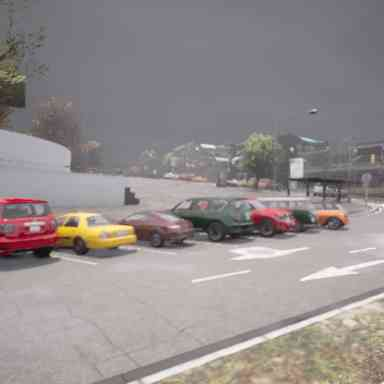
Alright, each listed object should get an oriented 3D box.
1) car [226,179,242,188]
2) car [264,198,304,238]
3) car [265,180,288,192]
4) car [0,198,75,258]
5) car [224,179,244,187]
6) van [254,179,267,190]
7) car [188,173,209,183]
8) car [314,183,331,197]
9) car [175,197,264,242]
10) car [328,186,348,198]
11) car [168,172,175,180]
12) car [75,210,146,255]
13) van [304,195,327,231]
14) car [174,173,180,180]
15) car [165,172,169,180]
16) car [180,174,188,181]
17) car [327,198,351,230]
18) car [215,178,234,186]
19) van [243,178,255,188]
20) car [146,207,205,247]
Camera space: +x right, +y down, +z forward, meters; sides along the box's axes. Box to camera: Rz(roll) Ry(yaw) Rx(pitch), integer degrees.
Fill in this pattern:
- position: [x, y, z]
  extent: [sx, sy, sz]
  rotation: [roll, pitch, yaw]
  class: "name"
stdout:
- position: [6.185, -1.443, 58.466]
  extent: [1.994, 1.385, 4.181]
  rotation: [2, 4, -35]
  class: "car"
- position: [2.910, 1.302, 18.512]
  extent: [5.566, 2.045, 2.435]
  rotation: [-1, -1, 35]
  class: "car"
- position: [15.838, -0.849, 60.291]
  extent: [2.231, 1.521, 4.892]
  rotation: [7, 3, 35]
  class: "car"
- position: [-6.954, 1.244, 11.591]
  extent: [5.566, 2.045, 2.435]
  rotation: [-1, -1, 35]
  class: "car"
- position: [8.943, -1.900, 70.176]
  extent: [2.002, 1.452, 4.674]
  rotation: [7, 3, 35]
  class: "car"
- position: [14.079, -1.348, 62.654]
  extent: [1.878, 1.987, 4.442]
  rotation: [7, 3, 35]
  class: "van"
- position: [2.094, -3.033, 80.148]
  extent: [1.946, 1.575, 5.366]
  rotation: [7, 3, 34]
  class: "car"
- position: [21.050, -0.282, 52.906]
  extent: [2.435, 2.045, 5.566]
  rotation: [7, 3, 35]
  class: "car"
- position: [0.397, 1.288, 16.806]
  extent: [5.566, 2.045, 2.435]
  rotation: [-1, -1, 35]
  class: "car"
- position: [22.740, 0.280, 50.434]
  extent: [2.002, 1.452, 4.674]
  rotation: [7, 3, 35]
  class: "car"
- position: [-3.281, -3.943, 87.343]
  extent: [2.185, 1.767, 4.553]
  rotation: [4, 1, 33]
  class: "car"
- position: [-4.636, 1.509, 13.418]
  extent: [5.366, 1.575, 1.946]
  rotation: [-1, -1, 35]
  class: "car"
- position: [5.448, 1.341, 20.182]
  extent: [4.442, 1.987, 1.878]
  rotation: [-1, -1, 35]
  class: "van"
- position: [-1.551, -3.709, 84.873]
  extent: [2.185, 1.767, 4.553]
  rotation: [6, 3, 34]
  class: "car"
- position: [-5.053, -4.221, 89.691]
  extent: [2.435, 2.045, 5.566]
  rotation: [1, -2, 34]
  class: "car"
- position: [0.244, -3.557, 82.408]
  extent: [2.435, 2.045, 5.566]
  rotation: [7, 3, 34]
  class: "car"
- position: [7.856, 1.457, 21.933]
  extent: [4.553, 1.767, 2.185]
  rotation: [-1, -1, 35]
  class: "car"
- position: [7.200, -2.174, 72.638]
  extent: [2.002, 1.452, 4.674]
  rotation: [7, 3, 35]
  class: "car"
- position: [12.349, -1.621, 65.125]
  extent: [1.878, 1.987, 4.442]
  rotation: [7, 3, 35]
  class: "van"
- position: [-2.030, 1.564, 15.047]
  extent: [4.674, 1.452, 2.002]
  rotation: [-1, -1, 35]
  class: "car"
